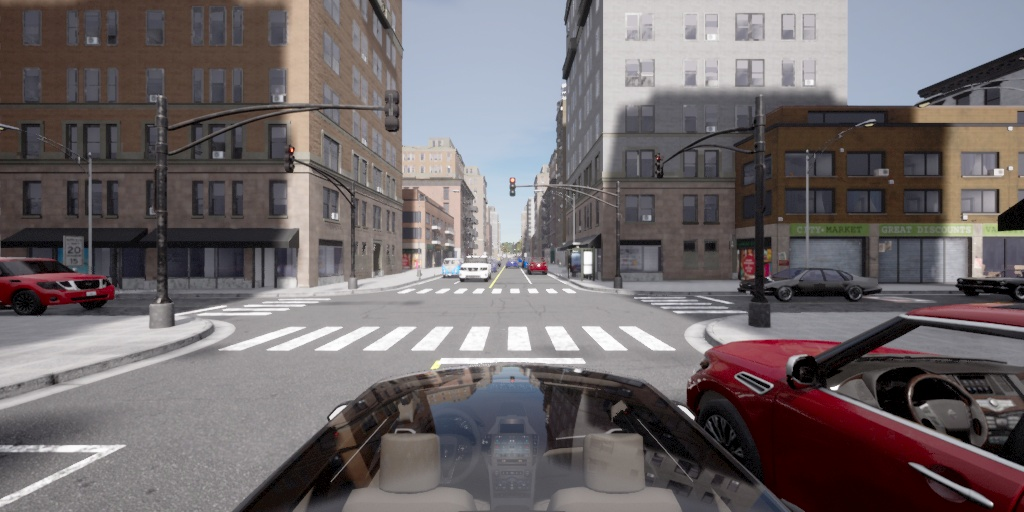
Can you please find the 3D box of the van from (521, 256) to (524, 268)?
[{"bbox_3d":[2.686,1.079,54.867,1.690,1.789,3.998,0,0,0],"label":"van"}]

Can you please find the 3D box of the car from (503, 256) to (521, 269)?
[{"bbox_3d":[0.045,1.089,57.985,2.097,1.767,4.553,0,0,1],"label":"car"}]

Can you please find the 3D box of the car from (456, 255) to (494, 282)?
[{"bbox_3d":[-2.852,0.967,28.971,2.150,2.045,5.566,0,0,0],"label":"car"}]

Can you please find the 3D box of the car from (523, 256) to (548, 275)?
[{"bbox_3d":[2.702,1.057,38.648,2.192,1.841,5.009,0,0,0],"label":"car"}]

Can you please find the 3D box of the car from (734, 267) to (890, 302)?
[{"bbox_3d":[13.288,1.231,16.150,5.357,1.411,2.033,0,0,0],"label":"car"}]

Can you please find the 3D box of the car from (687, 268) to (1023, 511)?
[{"bbox_3d":[2.637,1.065,1.277,2.192,1.841,5.009,0,0,0],"label":"car"}]

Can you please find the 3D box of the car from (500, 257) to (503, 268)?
[{"bbox_3d":[-2.754,1.349,62.588,1.895,1.301,4.718,0,0,0],"label":"car"}]

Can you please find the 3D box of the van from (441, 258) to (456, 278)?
[{"bbox_3d":[-5.410,1.084,33.240,1.690,1.789,3.998,0,0,0],"label":"van"}]

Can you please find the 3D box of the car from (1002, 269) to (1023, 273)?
[{"bbox_3d":[23.278,1.241,16.164,4.718,1.301,1.895,0,0,0],"label":"car"}]

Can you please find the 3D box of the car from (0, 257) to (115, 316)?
[{"bbox_3d":[-18.199,1.043,13.149,5.566,2.045,2.150,0,0,0],"label":"car"}]

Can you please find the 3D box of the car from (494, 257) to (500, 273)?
[{"bbox_3d":[-2.848,1.093,42.900,2.097,1.767,4.553,0,0,0],"label":"car"}]
